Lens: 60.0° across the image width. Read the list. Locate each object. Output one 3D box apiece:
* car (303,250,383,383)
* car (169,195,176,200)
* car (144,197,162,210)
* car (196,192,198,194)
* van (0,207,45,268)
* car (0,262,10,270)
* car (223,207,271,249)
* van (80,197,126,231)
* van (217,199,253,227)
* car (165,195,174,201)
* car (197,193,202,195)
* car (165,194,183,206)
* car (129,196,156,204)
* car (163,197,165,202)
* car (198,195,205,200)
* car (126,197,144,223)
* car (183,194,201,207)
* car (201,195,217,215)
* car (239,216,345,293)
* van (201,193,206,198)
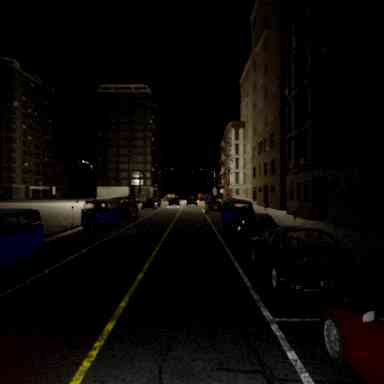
[{"bbox_3d":[2.637,1.580,2.981,1.802,1.307,4.206,0,0,0],"label":"car"},{"bbox_3d":[-5.393,1.458,91.360,1.752,1.417,4.829,0,0,0],"label":"car"},{"bbox_3d":[-5.391,1.526,42.741,2.008,1.369,4.403,0,0,0],"label":"car"},{"bbox_3d":[2.632,1.258,80.711,2.192,1.841,5.009,0,0,0],"label":"car"},{"bbox_3d":[-5.389,1.336,8.661,1.690,1.788,3.998,0,0,0],"label":"van"},{"bbox_3d":[-2.851,1.504,1.029,1.837,1.490,4.892,0,0,0],"label":"car"},{"bbox_3d":[2.636,1.558,14.341,1.947,1.339,4.313,0,0,0],"label":"car"},{"bbox_3d":[-5.390,1.330,20.021,1.690,1.788,3.998,0,0,0],"label":"van"},{"bbox_3d":[2.636,1.330,20.021,1.690,1.788,3.998,0,0,0],"label":"van"},{"bbox_3d":[-5.393,1.468,80.540,1.752,1.417,4.829,0,0,0],"label":"car"},{"bbox_3d":[2.633,1.492,75.302,1.887,1.381,4.507,0,0,0],"label":"car"},{"bbox_3d":[-2.764,1.514,53.034,2.033,1.411,5.357,0,0,0],"label":"car"},{"bbox_3d":[-9.451,1.517,63.405,4.718,1.301,1.895,0,0,8],"label":"car"},{"bbox_3d":[-5.391,1.411,48.421,1.967,1.590,4.097,0,0,0],"label":"car"},{"bbox_3d":[2.632,1.477,91.530,1.887,1.381,4.507,0,0,0],"label":"car"},{"bbox_3d":[-5.390,1.301,25.701,2.192,1.841,5.009,0,0,0],"label":"car"},{"bbox_3d":[-0.004,1.515,52.094,2.033,1.411,5.357,0,0,0],"label":"car"},{"bbox_3d":[2.223,1.438,34.009,1.801,1.575,5.366,0,0,0],"label":"car"},{"bbox_3d":[2.636,1.546,8.661,2.008,1.369,4.403,0,0,0],"label":"car"},{"bbox_3d":[2.634,1.312,48.421,1.690,1.788,3.998,0,0,0],"label":"van"}]
